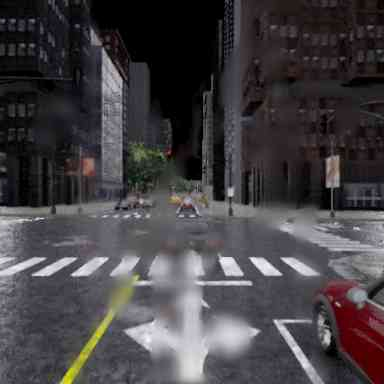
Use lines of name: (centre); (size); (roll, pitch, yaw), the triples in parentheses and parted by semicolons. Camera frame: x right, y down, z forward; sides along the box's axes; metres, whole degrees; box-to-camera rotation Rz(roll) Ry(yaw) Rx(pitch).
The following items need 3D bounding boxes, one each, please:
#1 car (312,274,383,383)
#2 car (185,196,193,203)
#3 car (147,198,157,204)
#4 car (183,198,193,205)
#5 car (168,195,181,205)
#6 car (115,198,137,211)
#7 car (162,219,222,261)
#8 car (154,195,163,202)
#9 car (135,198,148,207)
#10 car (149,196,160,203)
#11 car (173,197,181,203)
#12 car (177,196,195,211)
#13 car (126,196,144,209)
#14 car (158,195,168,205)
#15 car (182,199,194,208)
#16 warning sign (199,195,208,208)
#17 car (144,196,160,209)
car: (2.762, 1.457, 3.435); (1.967, 1.590, 4.097); (0, 0, 0)
car: (-0.859, 1.985, 88.227); (1.967, 1.590, 4.097); (0, 0, 0)
car: (-9.317, 2.044, 77.334); (1.802, 1.307, 4.206); (0, 0, 0)
car: (-0.726, 1.926, 66.527); (1.887, 1.381, 4.507); (0, 0, 0)
car: (-3.513, 1.890, 70.989); (1.882, 1.535, 5.008); (0, 0, 0)
car: (-9.118, 1.792, 44.779); (1.947, 1.339, 4.313); (0, 0, 0)
car: (-0.120, 1.661, 12.615); (1.895, 1.301, 4.718); (0, 0, -3)
car: (-9.417, 1.903, 93.613); (2.192, 1.841, 5.009); (0, 0, 0)
car: (-9.216, 1.866, 60.886); (1.752, 1.417, 4.829); (0, 0, 0)
car: (-9.351, 1.818, 82.761); (2.192, 1.841, 5.009); (0, 0, 0)
car: (-3.576, 1.931, 81.404); (1.882, 1.535, 5.008); (0, 0, 0)
car: (-0.594, 1.666, 44.829); (1.967, 1.590, 4.097); (0, 0, 0)
car: (-9.152, 1.579, 50.206); (2.192, 1.841, 5.009); (0, 0, 0)
car: (-6.491, 1.928, 67.009); (2.033, 1.411, 5.357); (0, 0, 0)
car: (-0.659, 1.885, 55.677); (1.802, 1.307, 4.206); (0, 0, 0)
warning sign: (1.695, 1.367, 48.515); (1.300, 1.860, 1.060); (0, 0, 0)
car: (-6.466, 1.773, 50.842); (1.837, 1.490, 4.892); (0, 0, 0)
